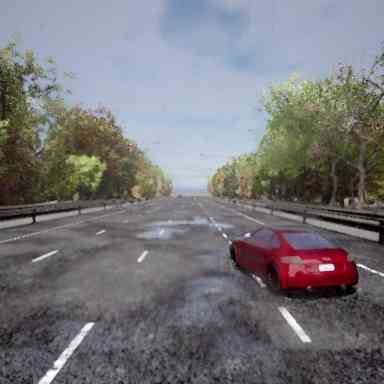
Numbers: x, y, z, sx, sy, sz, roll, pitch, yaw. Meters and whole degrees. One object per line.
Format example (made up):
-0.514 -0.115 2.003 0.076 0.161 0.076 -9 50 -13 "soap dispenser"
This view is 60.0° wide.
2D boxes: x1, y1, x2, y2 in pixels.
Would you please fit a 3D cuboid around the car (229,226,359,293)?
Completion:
2.478 1.604 9.101 1.994 1.385 4.181 0 0 -12 "car"
